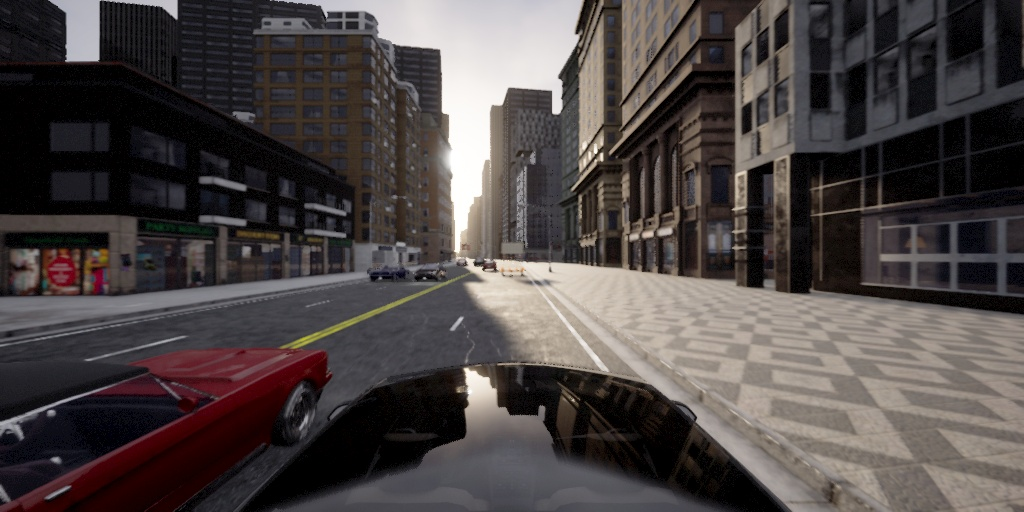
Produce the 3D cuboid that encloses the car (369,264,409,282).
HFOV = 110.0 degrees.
[{"bbox_3d":[-9.839,1.354,29.029,1.895,1.301,4.718,0,0,0],"label":"car"}]

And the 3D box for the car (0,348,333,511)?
[{"bbox_3d":[-3.147,1.351,2.298,1.895,1.301,4.718,0,0,0],"label":"car"}]

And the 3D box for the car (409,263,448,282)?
[{"bbox_3d":[-6.589,1.300,29.748,2.033,1.411,5.357,0,0,0],"label":"car"}]

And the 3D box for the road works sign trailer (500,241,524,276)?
[{"bbox_3d":[0.023,0.219,37.737,2.380,3.560,2.880,0,0,0],"label":"road works sign trailer"}]

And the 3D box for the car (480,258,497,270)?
[{"bbox_3d":[-3.138,1.283,51.605,1.812,1.442,4.674,0,0,0],"label":"car"}]
